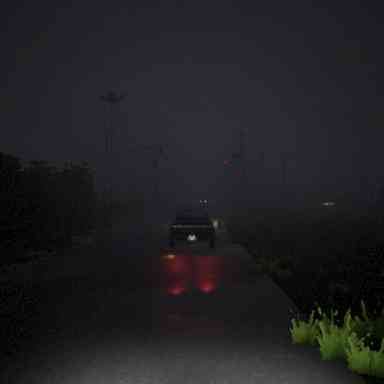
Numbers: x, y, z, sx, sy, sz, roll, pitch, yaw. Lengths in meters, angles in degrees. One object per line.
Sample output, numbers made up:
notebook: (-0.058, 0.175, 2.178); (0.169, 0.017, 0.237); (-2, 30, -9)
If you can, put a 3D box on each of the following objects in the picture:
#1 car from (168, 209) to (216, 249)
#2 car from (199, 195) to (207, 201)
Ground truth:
car: (0.000, 1.494, 14.650); (2.128, 1.511, 4.902); (0, 0, 0)
car: (2.867, 1.511, 85.757); (1.994, 1.385, 4.181); (0, 0, 3)
